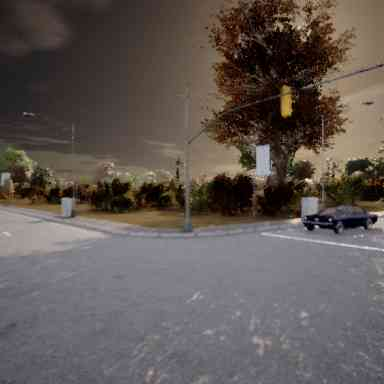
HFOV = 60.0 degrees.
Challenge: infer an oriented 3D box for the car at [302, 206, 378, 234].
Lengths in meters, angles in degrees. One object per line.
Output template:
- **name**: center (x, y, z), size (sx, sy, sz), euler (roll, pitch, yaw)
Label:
- **car**: center (8.266, 1.470, 18.489), size (4.718, 1.301, 1.895), euler (-1, 0, -35)
